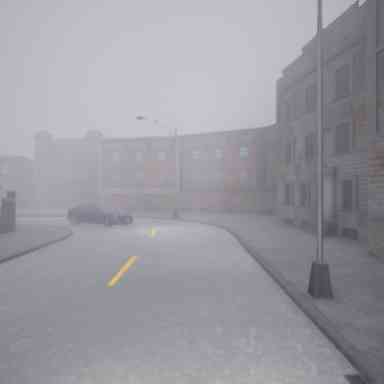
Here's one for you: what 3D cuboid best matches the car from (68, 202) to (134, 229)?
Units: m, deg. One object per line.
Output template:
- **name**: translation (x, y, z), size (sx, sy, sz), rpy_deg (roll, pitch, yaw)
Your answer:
- **car**: translation (-5.995, 1.460, 21.805), size (5.008, 1.535, 1.882), rpy_deg (0, -1, 33)
